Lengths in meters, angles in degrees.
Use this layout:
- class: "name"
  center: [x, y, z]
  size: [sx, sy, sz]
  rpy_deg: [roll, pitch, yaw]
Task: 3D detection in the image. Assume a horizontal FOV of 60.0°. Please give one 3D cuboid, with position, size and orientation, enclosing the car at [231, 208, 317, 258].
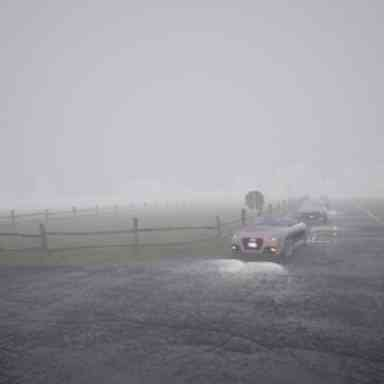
- class: "car"
  center: [3.144, 1.567, 12.882]
  size: [1.994, 1.385, 4.181]
  rpy_deg: [-3, -1, 34]

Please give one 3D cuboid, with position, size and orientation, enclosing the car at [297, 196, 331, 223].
- class: "car"
  center: [8.753, 1.343, 24.046]
  size: [1.882, 1.535, 5.008]
  rpy_deg: [-3, -1, 23]

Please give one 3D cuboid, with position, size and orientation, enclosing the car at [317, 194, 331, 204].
- class: "car"
  center: [21.677, 1.154, 54.424]
  size: [2.033, 1.411, 5.357]
  rpy_deg: [-3, -1, 23]

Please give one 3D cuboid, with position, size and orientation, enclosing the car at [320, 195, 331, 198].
- class: "car"
  center: [14.650, 1.348, 37.891]
  size: [1.895, 1.301, 4.718]
  rpy_deg: [-3, -1, 23]
